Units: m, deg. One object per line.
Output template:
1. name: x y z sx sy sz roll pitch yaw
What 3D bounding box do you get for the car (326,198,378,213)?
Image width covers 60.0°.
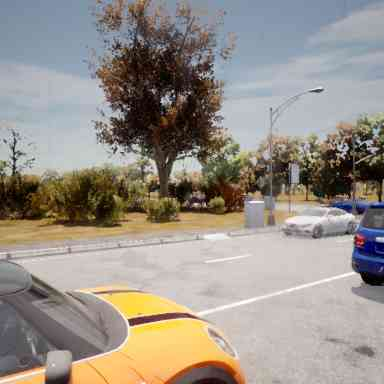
1. car: 17.992 1.491 37.604 2.128 1.511 4.902 0 0 -35

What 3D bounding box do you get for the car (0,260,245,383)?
1. car: -1.715 1.352 2.522 4.553 1.767 2.097 0 0 -36

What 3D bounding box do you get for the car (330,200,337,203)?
1. car: 16.355 1.477 32.661 1.882 1.535 5.008 0 0 -26

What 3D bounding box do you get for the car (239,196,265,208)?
1. car: 8.725 1.541 45.444 2.033 1.411 5.357 0 0 -32

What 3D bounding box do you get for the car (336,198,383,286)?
1. car: 6.186 1.221 8.170 5.566 2.045 2.150 0 0 -35

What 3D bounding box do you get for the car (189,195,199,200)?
1. car: 1.300 1.400 63.156 1.882 1.535 5.008 0 1 -34

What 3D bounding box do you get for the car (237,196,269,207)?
1. car: 9.266 1.462 51.075 1.882 1.535 5.008 0 0 -33

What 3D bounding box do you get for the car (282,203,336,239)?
1. car: 6.713 1.525 17.319 4.674 1.442 1.812 0 0 -35
